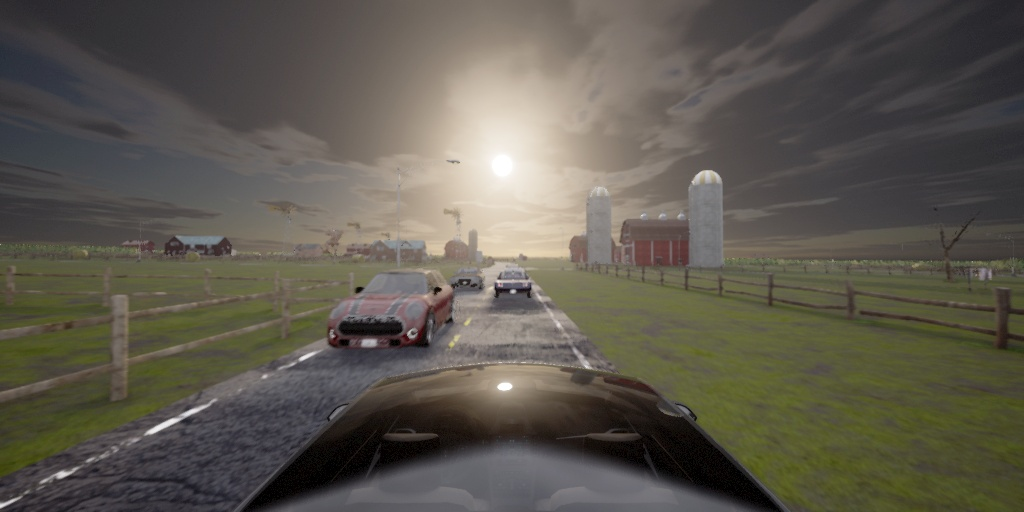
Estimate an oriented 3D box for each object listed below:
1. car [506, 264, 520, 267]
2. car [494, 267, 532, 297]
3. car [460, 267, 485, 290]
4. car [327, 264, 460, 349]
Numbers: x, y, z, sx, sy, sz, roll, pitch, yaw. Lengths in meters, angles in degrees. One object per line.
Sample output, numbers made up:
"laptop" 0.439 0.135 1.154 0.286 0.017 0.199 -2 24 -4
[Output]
"car" 0.094 1.535 40.050 1.895 1.301 4.718 0 0 0
"car" 0.059 1.435 19.465 1.895 1.301 4.718 0 0 0
"car" -2.818 1.415 23.438 1.994 1.385 4.181 0 0 0
"car" -2.817 1.137 9.352 2.097 1.767 4.553 0 0 0
